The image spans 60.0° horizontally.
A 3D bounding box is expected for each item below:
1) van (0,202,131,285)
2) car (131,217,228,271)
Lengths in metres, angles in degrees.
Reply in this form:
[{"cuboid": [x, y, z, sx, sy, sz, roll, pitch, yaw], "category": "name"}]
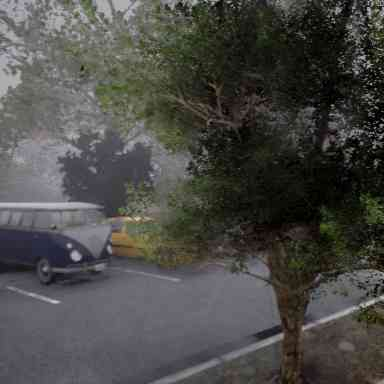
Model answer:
[{"cuboid": [-4.064, 1.276, 9.360, 4.442, 1.987, 1.878, -1, -1, 34], "category": "van"}, {"cuboid": [-1.582, 1.496, 11.044, 5.366, 1.575, 1.946, -1, -1, 35], "category": "car"}]
